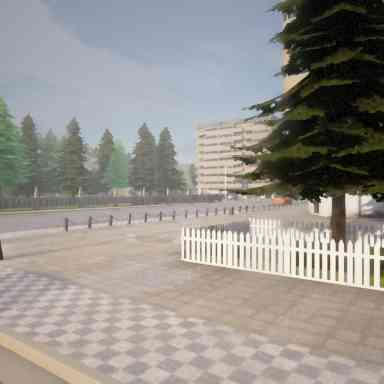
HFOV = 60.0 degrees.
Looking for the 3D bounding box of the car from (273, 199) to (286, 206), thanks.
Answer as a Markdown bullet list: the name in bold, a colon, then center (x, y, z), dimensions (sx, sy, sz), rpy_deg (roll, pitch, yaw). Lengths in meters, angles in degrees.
- **car**: center (15.474, 1.352, 56.669), dimensions (2.097, 1.767, 4.553), rpy_deg (0, 0, 36)
